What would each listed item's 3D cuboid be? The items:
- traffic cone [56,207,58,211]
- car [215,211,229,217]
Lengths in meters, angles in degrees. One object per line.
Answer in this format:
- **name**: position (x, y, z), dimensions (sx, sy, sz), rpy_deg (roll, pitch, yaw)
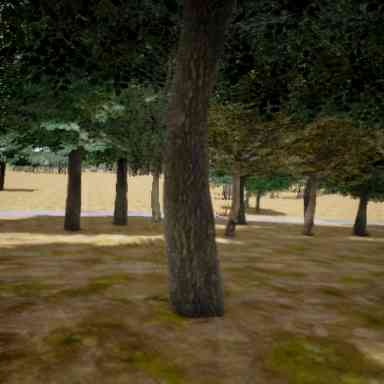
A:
- **traffic cone**: position (-22.698, 2.874, 56.142), dimensions (0.340, 0.580, 0.340), rpy_deg (6, 0, 35)
- **car**: position (7.314, 4.762, 71.234), dimensions (4.718, 1.301, 1.895), rpy_deg (4, 2, -18)
